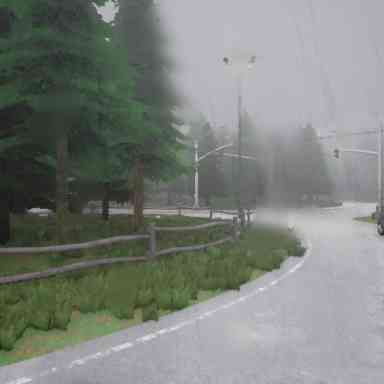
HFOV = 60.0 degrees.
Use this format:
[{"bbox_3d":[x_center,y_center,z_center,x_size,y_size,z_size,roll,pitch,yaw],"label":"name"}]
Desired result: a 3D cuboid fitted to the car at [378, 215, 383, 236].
[{"bbox_3d":[10.266,1.352,15.402,2.097,1.767,4.553,0,0,15],"label":"car"}]
